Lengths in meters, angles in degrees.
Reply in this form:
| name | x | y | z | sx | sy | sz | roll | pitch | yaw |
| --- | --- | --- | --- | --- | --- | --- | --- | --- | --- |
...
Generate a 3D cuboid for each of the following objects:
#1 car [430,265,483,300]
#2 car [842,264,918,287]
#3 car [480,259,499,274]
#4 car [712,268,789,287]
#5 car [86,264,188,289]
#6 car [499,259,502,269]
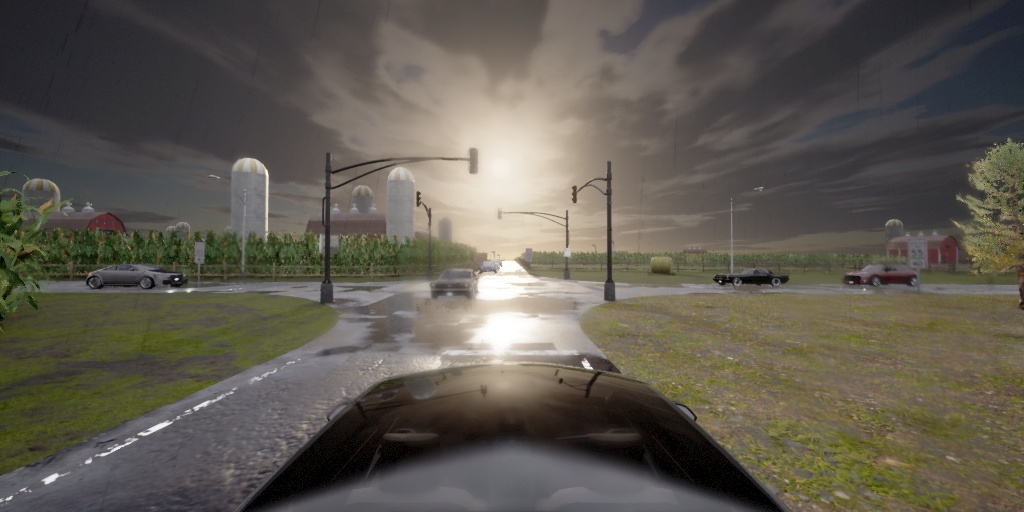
| name | x | y | z | sx | sy | sz | roll | pitch | yaw |
| --- | --- | --- | --- | --- | --- | --- | --- | --- | --- |
| car | -2.724 | 1.340 | 17.918 | 1.895 | 1.301 | 4.718 | 0 | 1 | 0 |
| car | 27.678 | 1.413 | 27.051 | 4.553 | 1.767 | 2.097 | 1 | -1 | -4 |
| car | -2.713 | 1.310 | 41.379 | 1.812 | 1.442 | 4.674 | 0 | 0 | -2 |
| car | 17.410 | 1.566 | 26.318 | 4.718 | 1.301 | 1.895 | 1 | -1 | -4 |
| car | -20.960 | 1.117 | 20.166 | 4.181 | 1.385 | 1.994 | 0 | -1 | -3 |
| car | -2.841 | 1.330 | 54.481 | 1.812 | 1.442 | 4.674 | 0 | 1 | 0 |
